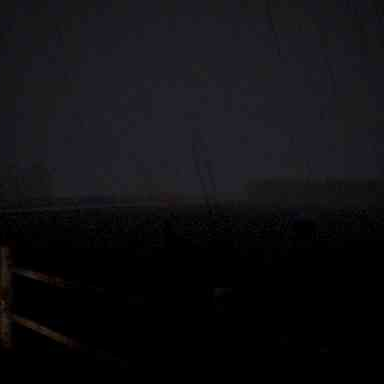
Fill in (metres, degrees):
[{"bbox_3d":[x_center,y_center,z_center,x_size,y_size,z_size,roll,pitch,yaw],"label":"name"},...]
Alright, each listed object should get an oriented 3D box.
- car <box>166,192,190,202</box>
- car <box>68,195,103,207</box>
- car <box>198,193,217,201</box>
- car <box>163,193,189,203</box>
[{"bbox_3d":[-2.533,0.912,61.851,2.097,1.767,4.553,0,0,34],"label":"car"},{"bbox_3d":[-14.304,1.135,44.893,1.882,1.535,5.008,0,0,35],"label":"car"},{"bbox_3d":[3.019,1.026,65.076,1.837,1.490,4.892,0,0,34],"label":"car"},{"bbox_3d":[-2.952,1.082,56.303,1.837,1.490,4.892,0,0,35],"label":"car"}]
